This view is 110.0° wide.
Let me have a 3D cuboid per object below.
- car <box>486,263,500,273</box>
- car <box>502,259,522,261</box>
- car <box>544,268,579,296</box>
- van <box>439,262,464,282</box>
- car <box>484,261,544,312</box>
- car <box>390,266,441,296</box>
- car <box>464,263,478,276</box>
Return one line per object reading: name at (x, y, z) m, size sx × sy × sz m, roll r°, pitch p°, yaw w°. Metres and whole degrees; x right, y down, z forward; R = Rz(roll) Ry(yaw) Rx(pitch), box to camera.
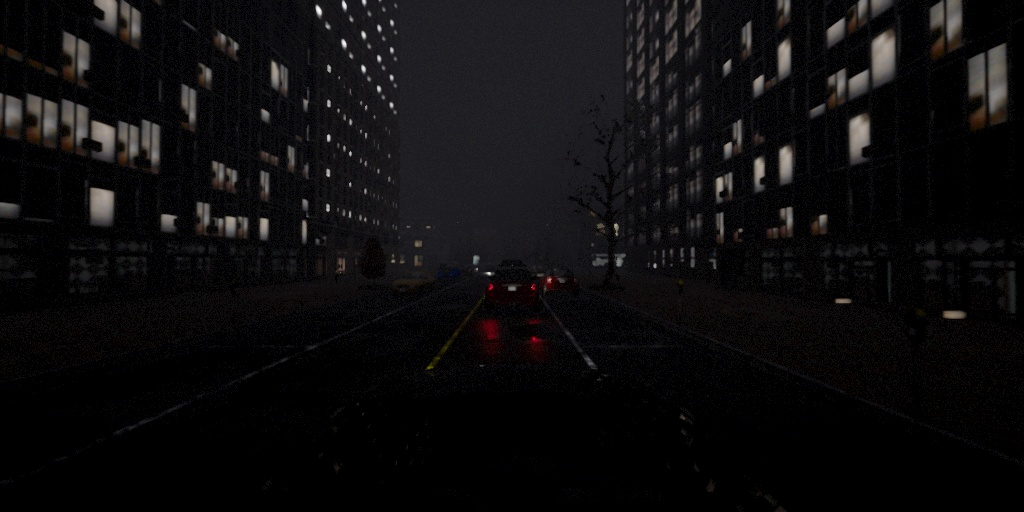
car at (-3.005, 1.898, 57.579) m, size 1.994 × 1.385 × 4.181 m, roll 0°, pitch -1°, yaw 0°
car at (0.017, 1.266, 29.448) m, size 2.150 × 2.045 × 5.566 m, roll 0°, pitch 0°, yaw 0°
car at (2.695, 1.394, 21.120) m, size 1.967 × 1.591 × 4.097 m, roll 0°, pitch 0°, yaw 0°
van at (-5.683, 1.414, 32.522) m, size 1.690 × 1.789 × 3.998 m, roll 0°, pitch 0°, yaw 0°
car at (0.025, 1.244, 15.281) m, size 2.097 × 1.767 × 4.553 m, roll 0°, pitch -1°, yaw 1°
car at (-5.685, 1.480, 20.968) m, size 1.751 × 1.417 × 4.829 m, roll 0°, pitch 0°, yaw 0°
car at (-5.679, 1.631, 43.906) m, size 1.967 × 1.591 × 4.097 m, roll 0°, pitch 0°, yaw 0°
